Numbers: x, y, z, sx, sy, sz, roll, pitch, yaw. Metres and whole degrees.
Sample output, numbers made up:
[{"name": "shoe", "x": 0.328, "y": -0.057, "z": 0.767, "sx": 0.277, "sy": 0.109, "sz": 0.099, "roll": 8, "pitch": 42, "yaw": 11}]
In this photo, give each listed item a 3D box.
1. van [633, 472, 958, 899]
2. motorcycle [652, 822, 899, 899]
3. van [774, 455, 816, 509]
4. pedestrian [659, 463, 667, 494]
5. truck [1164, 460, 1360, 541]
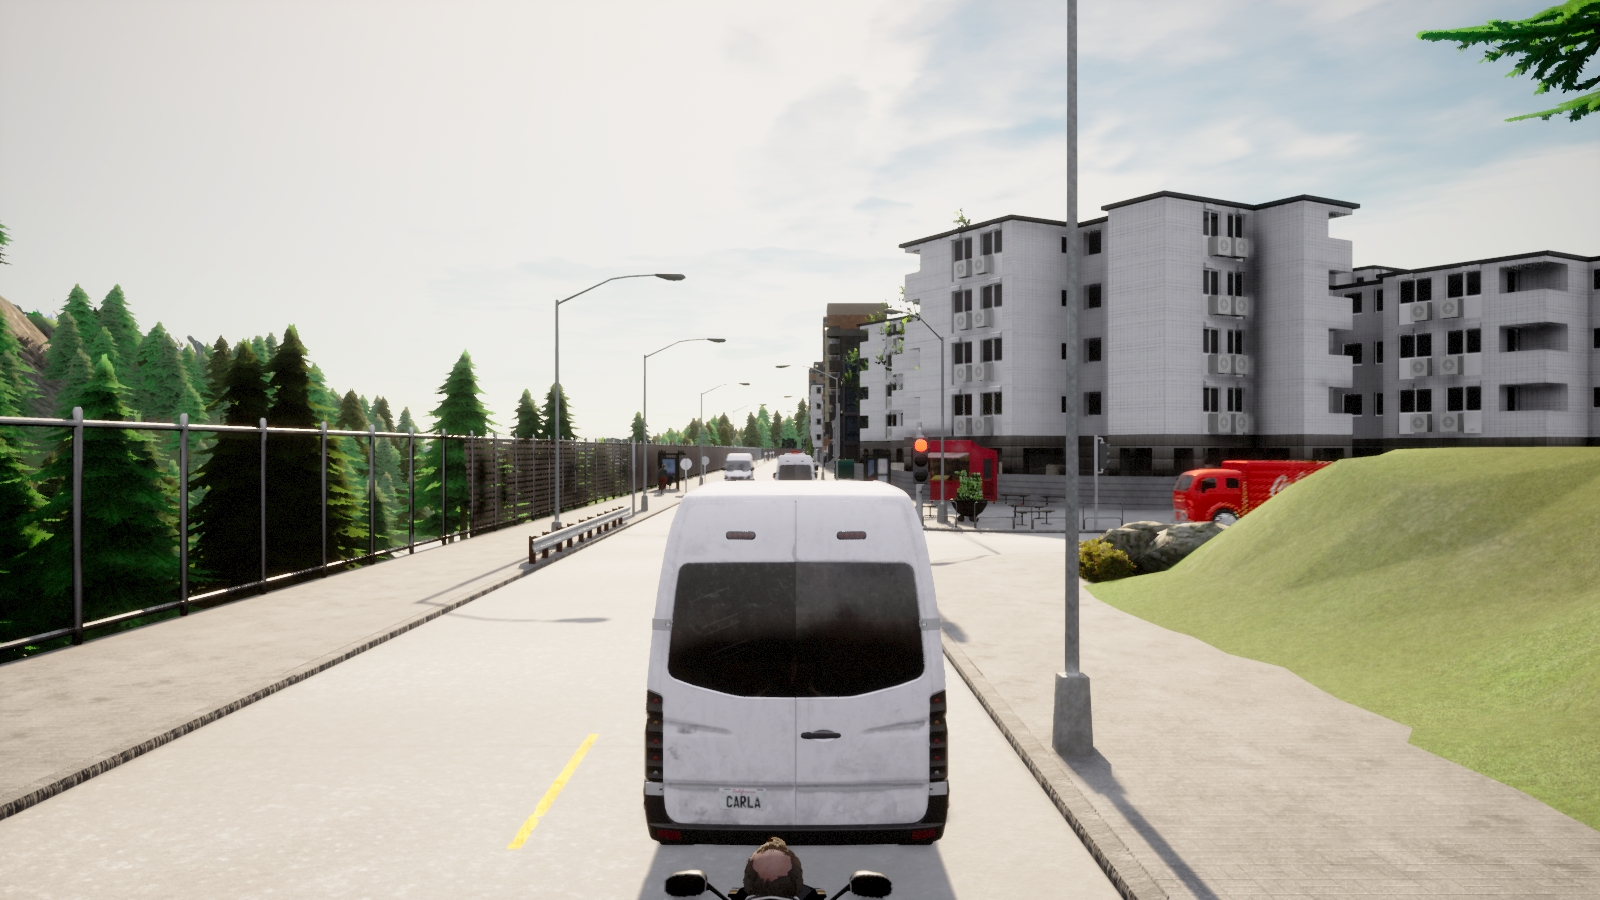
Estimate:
[{"name": "van", "x": -0.034, "y": 1.534, "z": 9.946, "sx": 1.988, "sy": 2.561, "sz": 5.915, "roll": 0, "pitch": 0, "yaw": 0}, {"name": "motorcycle", "x": -0.090, "y": 2.205, "z": 3.746, "sx": 0.867, "sy": 1.251, "sz": 2.209, "roll": 0, "pitch": 0, "yaw": 1}, {"name": "van", "x": -0.251, "y": 1.534, "z": 57.717, "sx": 1.988, "sy": 2.561, "sz": 5.915, "roll": 0, "pitch": 0, "yaw": 0}, {"name": "pedestrian", "x": -8.324, "y": 1.744, "z": 69.407, "sx": 0.375, "sy": 1.860, "sz": 0.375, "roll": 0, "pitch": 0, "yaw": 4}, {"name": "truck", "x": 14.666, "y": 1.568, "z": 36.536, "sx": 5.204, "sy": 2.467, "sz": 2.627, "roll": 0, "pitch": 0, "yaw": 0}]
